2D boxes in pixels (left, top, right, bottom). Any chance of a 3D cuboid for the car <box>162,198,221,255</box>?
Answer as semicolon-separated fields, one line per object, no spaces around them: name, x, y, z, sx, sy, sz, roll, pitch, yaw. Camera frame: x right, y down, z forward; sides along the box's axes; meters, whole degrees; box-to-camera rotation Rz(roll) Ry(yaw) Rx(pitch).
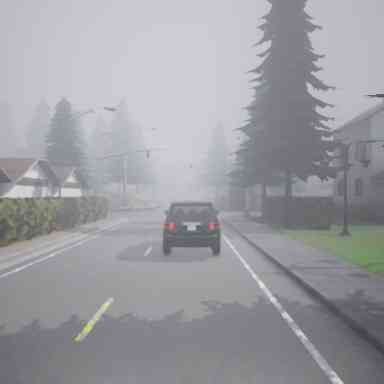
car;-0.011;1.348;14.023;2.150;2.045;5.566;0;0;0

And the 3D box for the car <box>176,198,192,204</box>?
car;-2.108;2.252;83.399;1.882;1.535;5.008;0;-1;-28

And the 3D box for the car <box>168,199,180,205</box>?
car;-4.344;2.291;79.570;1.994;1.385;4.181;0;-1;-16
